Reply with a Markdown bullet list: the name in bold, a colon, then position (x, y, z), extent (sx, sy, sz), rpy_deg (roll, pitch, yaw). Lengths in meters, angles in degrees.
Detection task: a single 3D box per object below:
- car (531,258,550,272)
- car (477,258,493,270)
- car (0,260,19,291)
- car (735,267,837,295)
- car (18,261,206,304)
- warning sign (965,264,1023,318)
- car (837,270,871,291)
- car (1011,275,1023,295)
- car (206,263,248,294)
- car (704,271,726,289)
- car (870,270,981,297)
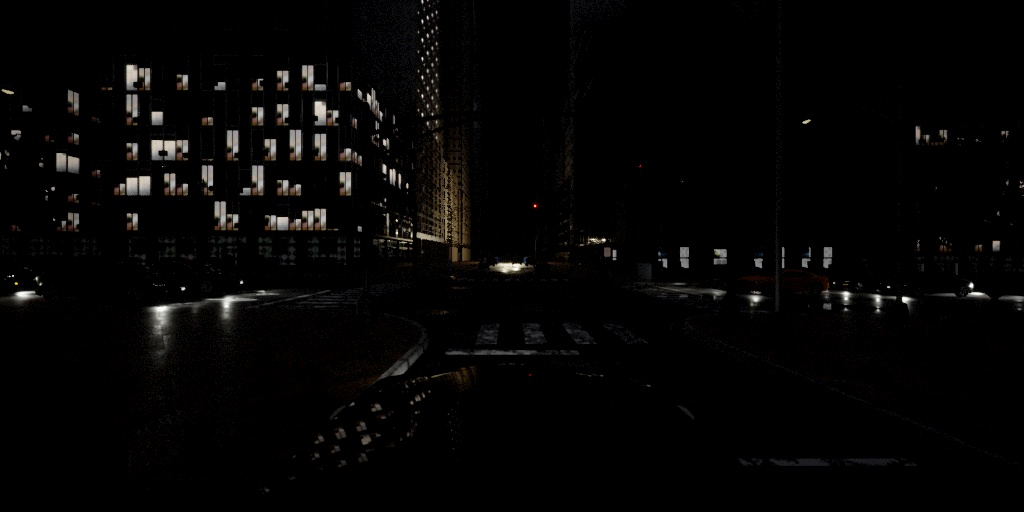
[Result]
- **car**: position (3.873, 1.329, 46.604), extent (1.948, 1.339, 4.313), rpy_deg (0, 0, 0)
- **car**: position (-4.086, 1.343, 52.087), extent (1.802, 1.307, 4.207), rpy_deg (0, 0, 0)
- **car**: position (-24.429, 0.891, 16.844), extent (4.181, 1.385, 1.994), rpy_deg (1, 0, -3)
- **car**: position (16.729, 1.554, 22.252), extent (5.008, 1.535, 1.882), rpy_deg (1, 0, -3)
- **car**: position (-15.373, 0.998, 14.018), extent (4.892, 1.490, 1.837), rpy_deg (1, 0, -3)
- **warning sign**: position (17.262, 1.204, 12.818), extent (1.060, 1.860, 1.300), rpy_deg (0, 0, -3)
- **car**: position (25.618, 1.740, 25.929), extent (4.892, 1.490, 1.837), rpy_deg (1, 0, -3)
- **car**: position (35.916, 2.021, 23.158), extent (4.718, 1.301, 1.895), rpy_deg (1, 0, -3)
- **car**: position (-15.524, 0.995, 17.264), extent (4.892, 1.490, 1.837), rpy_deg (1, 0, -3)
- **car**: position (16.320, 1.546, 25.487), extent (5.008, 1.535, 1.882), rpy_deg (1, 0, -3)
- **car**: position (26.129, 1.750, 22.700), extent (4.892, 1.490, 1.837), rpy_deg (1, 0, -3)
